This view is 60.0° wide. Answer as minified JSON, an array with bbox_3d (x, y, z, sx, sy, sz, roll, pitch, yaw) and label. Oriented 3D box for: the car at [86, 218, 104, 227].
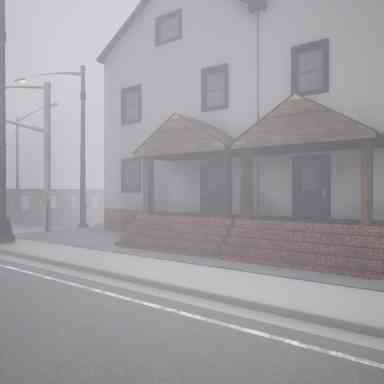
[{"bbox_3d":[-9.690,3.584,35.365,2.097,1.767,4.553,0,-10,35],"label":"car"}]
